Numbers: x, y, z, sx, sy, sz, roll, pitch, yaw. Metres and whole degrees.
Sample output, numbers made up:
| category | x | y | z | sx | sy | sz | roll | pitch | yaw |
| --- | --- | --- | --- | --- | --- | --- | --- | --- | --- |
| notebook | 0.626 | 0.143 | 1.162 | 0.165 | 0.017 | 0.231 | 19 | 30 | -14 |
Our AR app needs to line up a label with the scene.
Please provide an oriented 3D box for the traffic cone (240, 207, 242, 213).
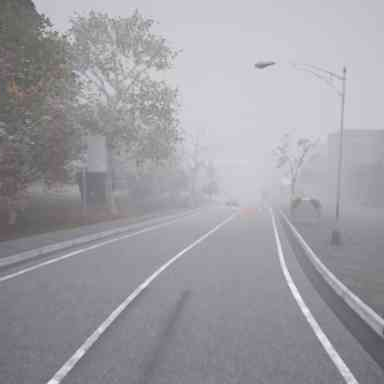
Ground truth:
| category | x | y | z | sx | sy | sz | roll | pitch | yaw |
| --- | --- | --- | --- | --- | --- | --- | --- | --- | --- |
| traffic cone | 4.712 | 1.923 | 33.356 | 0.340 | 0.580 | 0.340 | 2 | 0 | 13 |

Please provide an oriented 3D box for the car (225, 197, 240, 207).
| category | x | y | z | sx | sy | sz | roll | pitch | yaw |
| --- | --- | --- | --- | --- | --- | --- | --- | --- | --- |
| car | 6.047 | 1.459 | 49.130 | 2.033 | 1.411 | 5.357 | 2 | 0 | 12 |

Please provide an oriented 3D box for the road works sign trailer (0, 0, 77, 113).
| category | x | y | z | sx | sy | sz | roll | pitch | yaw |
| --- | --- | --- | --- | --- | --- | --- | --- | --- | --- |
| road works sign trailer | -6.276 | -5.340 | 11.815 | 2.380 | 2.880 | 3.560 | -28 | -20 | -8 |

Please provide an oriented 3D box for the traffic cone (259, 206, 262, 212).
| category | x | y | z | sx | sy | sz | roll | pitch | yaw |
| --- | --- | --- | --- | --- | --- | --- | --- | --- | --- |
| traffic cone | 7.972 | 1.981 | 38.763 | 0.340 | 0.580 | 0.340 | 2 | 0 | 13 |
